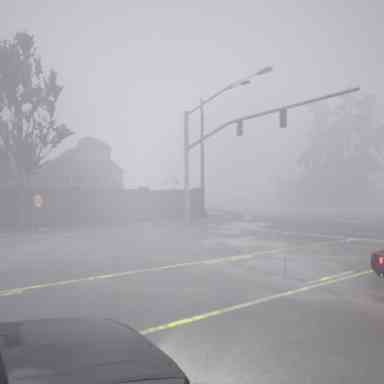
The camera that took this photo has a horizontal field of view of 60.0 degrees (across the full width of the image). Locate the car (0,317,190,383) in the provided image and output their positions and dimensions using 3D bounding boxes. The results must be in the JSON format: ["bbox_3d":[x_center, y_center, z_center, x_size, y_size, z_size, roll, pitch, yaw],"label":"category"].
[{"bbox_3d":[-2.540,1.543,1.927,5.357,1.411,2.033,0,0,-35],"label":"car"}]

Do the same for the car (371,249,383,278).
[{"bbox_3d":[6.599,1.625,8.434,4.718,1.301,1.895,0,0,-35],"label":"car"}]
